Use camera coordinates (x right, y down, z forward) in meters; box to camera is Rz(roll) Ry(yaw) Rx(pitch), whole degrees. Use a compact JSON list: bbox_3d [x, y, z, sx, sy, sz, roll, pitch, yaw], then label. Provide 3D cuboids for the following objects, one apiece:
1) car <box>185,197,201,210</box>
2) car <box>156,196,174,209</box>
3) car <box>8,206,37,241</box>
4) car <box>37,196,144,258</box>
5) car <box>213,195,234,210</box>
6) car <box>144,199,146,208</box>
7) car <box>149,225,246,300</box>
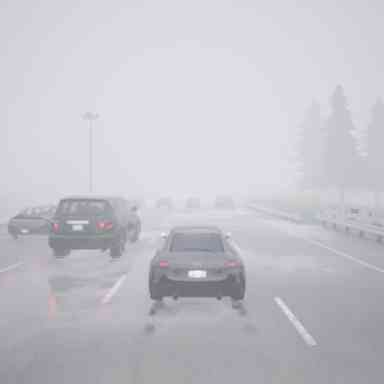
[{"bbox_3d":[0.118,1.331,39.634,2.033,1.411,5.357,0,0,0],"label":"car"},{"bbox_3d":[-3.382,1.279,41.409,1.837,1.490,4.892,0,0,0],"label":"car"},{"bbox_3d":[-6.892,1.390,16.137,2.128,1.511,4.902,0,0,0],"label":"car"},{"bbox_3d":[-3.394,1.138,12.565,2.150,2.045,5.566,0,0,0],"label":"car"},{"bbox_3d":[3.619,1.139,39.175,2.097,1.767,4.553,0,0,0],"label":"car"},{"bbox_3d":[-6.881,1.255,40.776,1.882,1.535,5.008,0,0,0],"label":"car"},{"bbox_3d":[0.104,1.503,8.274,1.994,1.385,4.181,0,0,0],"label":"car"}]
